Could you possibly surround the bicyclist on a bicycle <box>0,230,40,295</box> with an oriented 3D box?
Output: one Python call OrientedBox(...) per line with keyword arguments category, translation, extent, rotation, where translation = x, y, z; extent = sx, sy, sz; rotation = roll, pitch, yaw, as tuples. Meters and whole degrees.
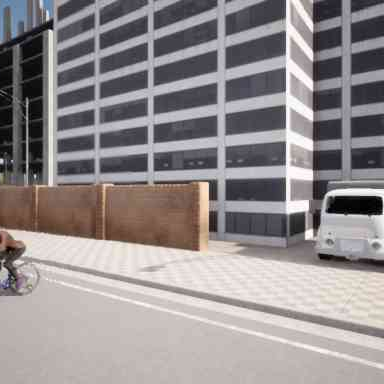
OrientedBox(category="bicyclist on a bicycle", translation=(-3.921, 1.446, 6.826), extent=(0.582, 1.620, 1.656), rotation=(0, 2, 35))
